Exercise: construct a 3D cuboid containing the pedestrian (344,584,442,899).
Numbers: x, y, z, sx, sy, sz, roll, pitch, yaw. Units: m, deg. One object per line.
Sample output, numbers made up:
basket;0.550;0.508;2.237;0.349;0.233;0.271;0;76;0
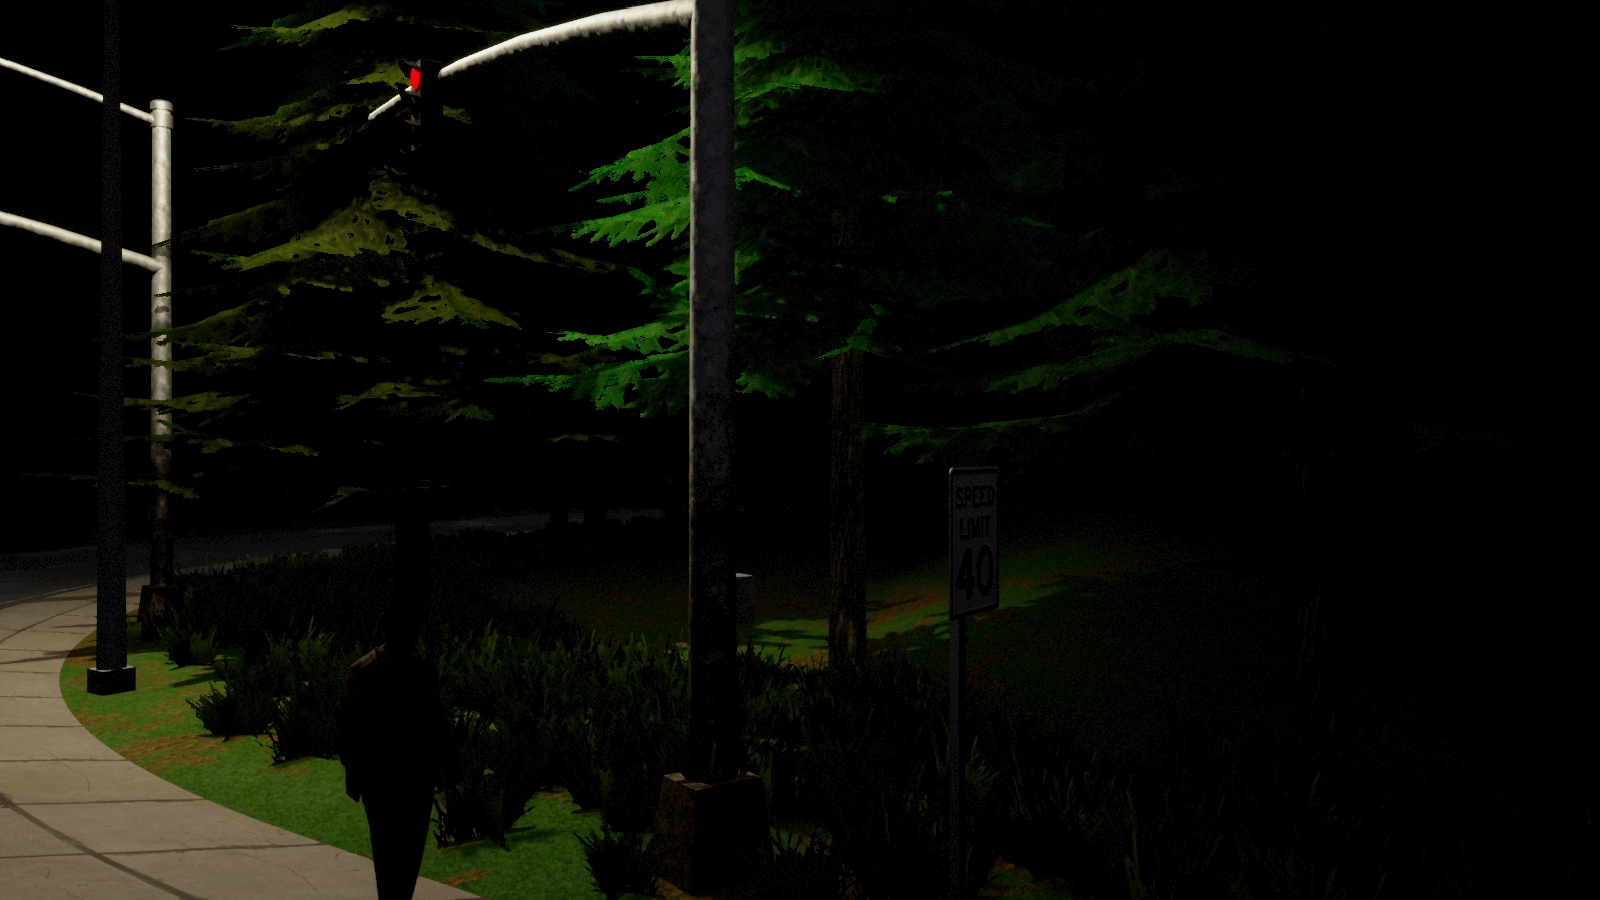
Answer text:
pedestrian;-2.146;1.671;6.027;0.375;1.860;0.375;0;0;-41
